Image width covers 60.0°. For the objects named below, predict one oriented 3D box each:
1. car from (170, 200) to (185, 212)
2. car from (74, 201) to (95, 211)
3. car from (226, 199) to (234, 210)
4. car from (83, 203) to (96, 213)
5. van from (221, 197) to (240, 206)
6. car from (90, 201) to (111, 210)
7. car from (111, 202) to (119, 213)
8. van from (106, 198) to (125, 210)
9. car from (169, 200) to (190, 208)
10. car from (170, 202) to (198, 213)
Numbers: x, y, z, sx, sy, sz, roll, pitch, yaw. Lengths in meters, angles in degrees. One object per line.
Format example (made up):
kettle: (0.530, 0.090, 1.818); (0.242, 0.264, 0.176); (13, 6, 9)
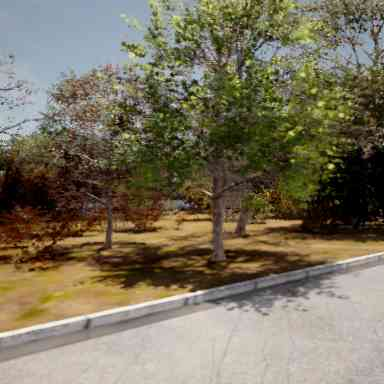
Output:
car: (-3.573, 2.389, 52.277); (2.231, 1.521, 4.892); (0, 0, -36)
car: (-18.740, 2.357, 57.737); (1.946, 1.575, 5.366); (0, 0, -36)
car: (5.488, 2.424, 58.708); (2.163, 1.488, 4.792); (0, 0, -36)
car: (-14.844, 2.377, 44.182); (2.163, 1.488, 4.792); (0, 0, -36)
van: (8.814, 2.114, 77.050); (1.878, 1.987, 4.442); (0, 0, -36)
car: (-16.350, 2.408, 59.213); (2.002, 1.452, 4.674); (0, 0, -36)
car: (-10.341, 2.363, 47.428); (2.097, 1.535, 5.008); (0, 0, -36)
van: (-14.002, 2.151, 60.750); (1.878, 1.987, 4.442); (0, 0, -36)
car: (-2.662, 2.435, 68.999); (2.002, 1.452, 4.674); (0, 0, -36)
car: (-1.312, 2.394, 53.892); (2.097, 1.535, 5.008); (0, 0, -36)
